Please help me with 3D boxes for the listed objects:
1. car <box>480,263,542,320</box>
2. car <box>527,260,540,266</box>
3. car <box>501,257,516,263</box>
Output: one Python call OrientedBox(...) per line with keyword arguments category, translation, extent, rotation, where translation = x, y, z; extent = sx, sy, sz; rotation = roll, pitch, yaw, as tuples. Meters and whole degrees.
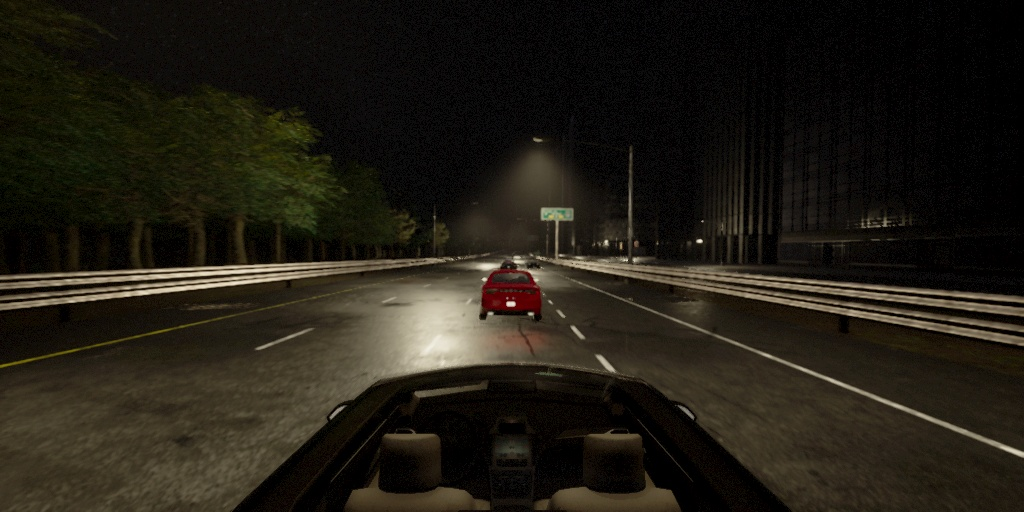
OrientedBox(category="car", translation=(-0.052, 1.203, 12.634), extent=(1.882, 1.535, 5.008), rotation=(1, 0, -1))
OrientedBox(category="car", translation=(3.126, 1.232, 53.927), extent=(1.895, 1.301, 4.718), rotation=(1, 0, 0))
OrientedBox(category="car", translation=(-0.370, 1.203, 42.633), extent=(1.994, 1.385, 4.181), rotation=(1, 0, -1))
